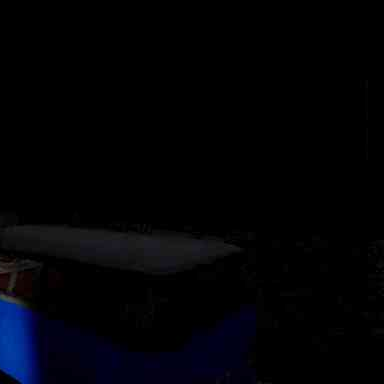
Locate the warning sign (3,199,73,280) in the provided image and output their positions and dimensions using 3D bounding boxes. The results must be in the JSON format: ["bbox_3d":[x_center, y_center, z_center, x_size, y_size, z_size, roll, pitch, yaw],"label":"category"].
[{"bbox_3d":[-3.973,1.132,8.630,1.060,1.860,1.300,0,0,36],"label":"warning sign"}]

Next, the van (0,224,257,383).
[{"bbox_3d":[-1.256,1.347,3.861,3.998,1.788,1.690,0,0,36],"label":"van"}]
